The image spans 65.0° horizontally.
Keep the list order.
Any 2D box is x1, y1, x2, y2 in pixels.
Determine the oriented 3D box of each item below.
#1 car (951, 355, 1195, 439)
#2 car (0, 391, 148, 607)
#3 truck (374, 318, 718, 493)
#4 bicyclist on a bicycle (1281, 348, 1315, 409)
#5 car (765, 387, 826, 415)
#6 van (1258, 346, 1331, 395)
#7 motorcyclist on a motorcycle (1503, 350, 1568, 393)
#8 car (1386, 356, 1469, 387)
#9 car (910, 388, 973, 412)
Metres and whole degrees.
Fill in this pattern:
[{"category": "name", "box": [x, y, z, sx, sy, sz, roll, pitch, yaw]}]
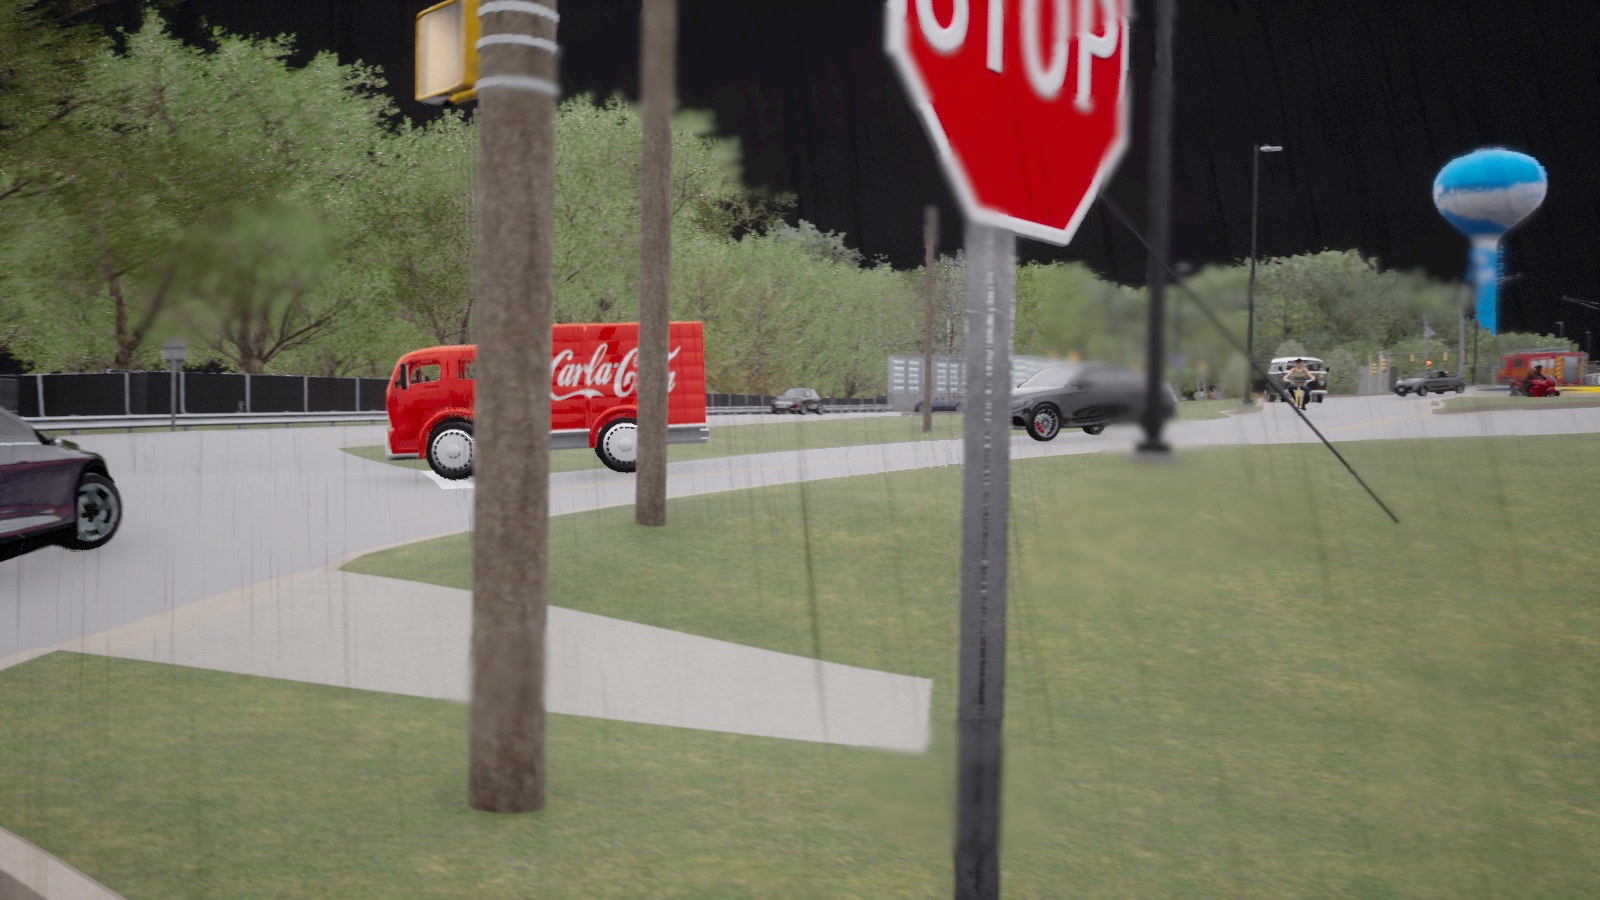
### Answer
[{"category": "car", "box": [5.379, -1.054, 24.530, 4.674, 1.442, 1.812, -4, 3, -31]}, {"category": "car", "box": [-7.520, 0.388, 10.591, 2.033, 1.649, 4.856, 0, 4, -8]}, {"category": "truck", "box": [-4.202, -0.761, 21.191, 5.204, 2.467, 2.627, -4, 2, -11]}, {"category": "bicyclist on a bicycle", "box": [13.686, -1.974, 34.551, 0.866, 1.612, 1.509, 0, 3, 21]}, {"category": "car", "box": [-0.238, -2.913, 74.829, 2.033, 1.649, 4.856, 0, 2, 21]}, {"category": "van", "box": [21.509, -3.436, 54.794, 2.069, 2.038, 4.480, 1, 2, 10]}, {"category": "motorcyclist on a motorcycle", "box": [27.867, -2.962, 47.617, 0.797, 1.523, 2.044, -3, 2, -21]}, {"category": "car", "box": [36.264, -4.512, 72.570, 4.193, 1.474, 1.816, -5, 3, -18]}, {"category": "car", "box": [9.300, -3.279, 82.496, 3.806, 1.475, 1.970, -1, 3, 19]}]
